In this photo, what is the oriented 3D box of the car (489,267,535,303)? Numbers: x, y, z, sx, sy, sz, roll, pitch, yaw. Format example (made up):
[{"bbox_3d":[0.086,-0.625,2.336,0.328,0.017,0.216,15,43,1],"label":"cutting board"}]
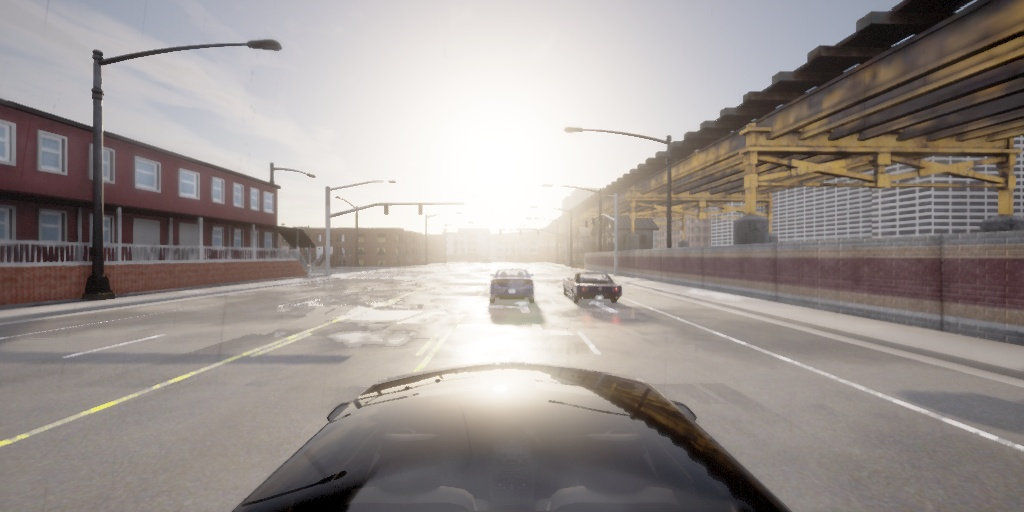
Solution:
[{"bbox_3d":[0.000,1.232,16.500,1.882,1.535,5.008,0,0,0],"label":"car"}]

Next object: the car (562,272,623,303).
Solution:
[{"bbox_3d":[3.500,1.363,16.530,1.895,1.301,4.718,0,0,0],"label":"car"}]
